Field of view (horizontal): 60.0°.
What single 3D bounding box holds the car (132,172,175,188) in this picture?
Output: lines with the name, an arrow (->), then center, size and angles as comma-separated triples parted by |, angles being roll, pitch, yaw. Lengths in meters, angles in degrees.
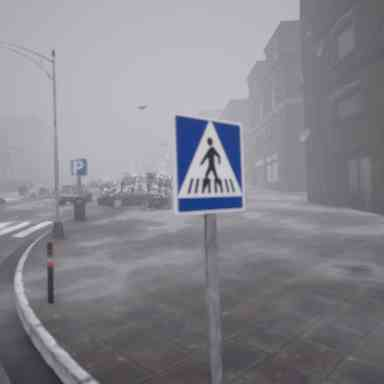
car -> -5.505, -1.750, 47.684 | 5.566, 2.045, 2.435 | -3, 4, -23

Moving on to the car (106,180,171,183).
car -> -4.305, 0.100, 26.463 | 4.674, 1.452, 2.002 | -3, 5, -23

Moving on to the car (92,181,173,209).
car -> -4.142, 0.284, 23.430 | 4.892, 1.521, 2.231 | -3, 4, -23

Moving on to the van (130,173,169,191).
van -> -5.287, -1.273, 41.556 | 4.442, 1.987, 1.878 | -3, 5, -23

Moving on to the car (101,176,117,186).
car -> -14.390, -2.001, 58.158 | 1.812, 1.442, 4.674 | -2, 4, -3

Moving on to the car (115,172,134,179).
car -> -4.857, -0.857, 35.523 | 5.566, 2.045, 2.435 | -3, 5, -23

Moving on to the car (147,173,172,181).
car -> -6.946, -3.275, 71.961 | 4.892, 1.521, 2.231 | -3, 4, -23

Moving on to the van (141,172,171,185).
van -> -5.772, -2.174, 53.787 | 4.442, 1.987, 1.878 | -3, 4, -23

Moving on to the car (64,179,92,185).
car -> -13.090, -0.522, 37.311 | 1.882, 1.535, 5.008 | -2, 4, -3

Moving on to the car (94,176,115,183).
car -> -9.999, -0.787, 40.107 | 1.837, 1.490, 4.892 | -2, 5, -3

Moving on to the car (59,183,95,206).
car -> -9.165, 0.319, 26.318 | 1.895, 1.301, 4.718 | -2, 4, -4

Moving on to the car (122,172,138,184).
car -> -11.189, -2.574, 60.432 | 2.150, 2.045, 5.566 | -2, 3, -3

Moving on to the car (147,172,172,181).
car -> -6.722, -3.182, 68.925 | 4.553, 1.767, 2.185 | -3, 5, -23

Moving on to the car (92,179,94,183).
car -> -13.791, -1.214, 47.726 | 2.033, 1.411, 5.357 | -2, 4, -3

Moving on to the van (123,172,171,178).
van -> -4.552, -0.615, 32.557 | 4.442, 1.987, 1.878 | -3, 4, -23

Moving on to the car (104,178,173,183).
car -> -4.651, -0.158, 29.418 | 5.366, 1.575, 1.946 | -3, 5, -23
